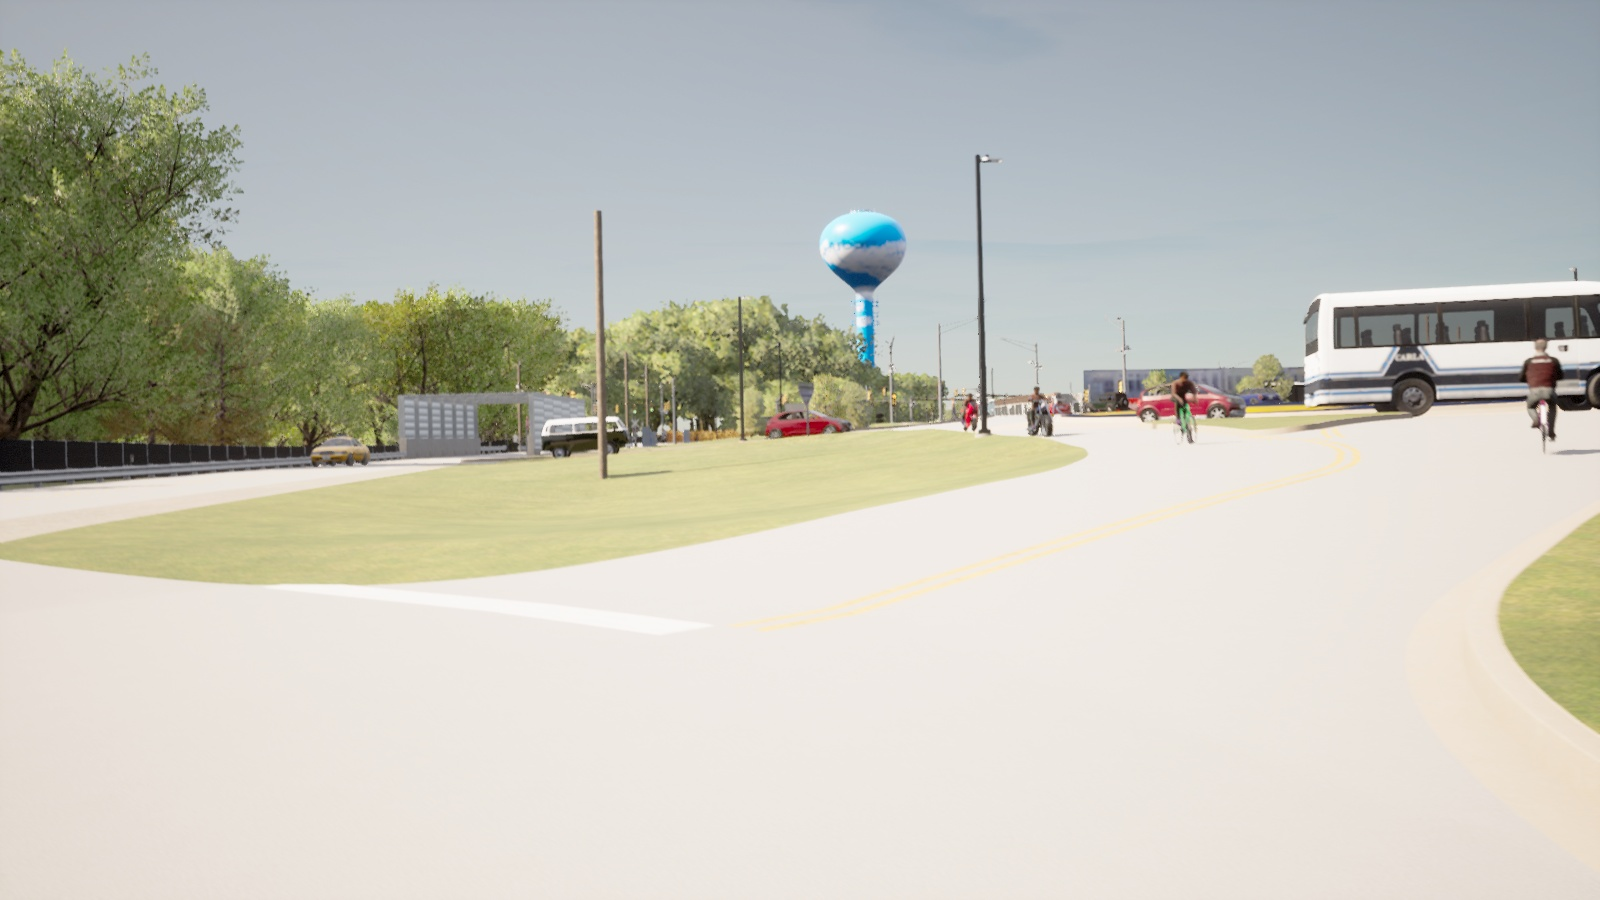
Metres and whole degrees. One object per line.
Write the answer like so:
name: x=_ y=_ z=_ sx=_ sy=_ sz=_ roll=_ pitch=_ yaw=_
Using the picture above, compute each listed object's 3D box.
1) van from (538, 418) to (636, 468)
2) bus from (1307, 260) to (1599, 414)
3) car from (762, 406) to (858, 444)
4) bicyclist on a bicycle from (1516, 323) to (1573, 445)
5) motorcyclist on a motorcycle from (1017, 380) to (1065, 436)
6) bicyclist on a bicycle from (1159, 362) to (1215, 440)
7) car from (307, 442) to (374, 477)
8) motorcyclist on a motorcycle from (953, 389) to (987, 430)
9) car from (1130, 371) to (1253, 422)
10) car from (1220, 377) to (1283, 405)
van: x=-10.646 y=-0.373 z=63.016 sx=4.480 sy=2.038 sz=2.069 roll=-5 pitch=2 yaw=-2
bus: x=22.613 y=-3.638 z=41.394 sx=10.273 sy=4.253 sz=3.944 roll=-3 pitch=-1 yaw=13
car: x=0.483 y=-1.188 z=60.411 sx=4.193 sy=1.474 sz=1.816 roll=-4 pitch=1 yaw=19
bicyclist on a bicycle: x=11.591 y=-1.029 z=19.586 sx=0.659 sy=1.776 sz=1.843 roll=-3 pitch=2 yaw=30
motorcyclist on a motorcycle: x=7.534 y=-1.324 z=39.378 sx=0.766 sy=1.649 sz=2.350 roll=-4 pitch=2 yaw=-5
bicyclist on a bicycle: x=8.487 y=-1.044 z=27.588 sx=0.582 sy=1.620 sz=1.656 roll=-5 pitch=0 yaw=0
car: x=-22.497 y=0.448 z=61.637 sx=1.801 sy=1.575 sz=5.366 roll=-2 pitch=0 yaw=-6
motorcyclist on a motorcycle: x=6.627 y=-1.556 z=49.059 sx=0.797 sy=1.523 sz=2.044 roll=-2 pitch=1 yaw=-6
car: x=13.931 y=-1.869 z=44.731 sx=3.705 sy=1.549 sz=1.789 roll=-3 pitch=-1 yaw=40
car: x=32.835 y=-4.279 z=91.388 sx=2.097 sy=1.767 sz=4.553 roll=-2 pitch=1 yaw=-14
